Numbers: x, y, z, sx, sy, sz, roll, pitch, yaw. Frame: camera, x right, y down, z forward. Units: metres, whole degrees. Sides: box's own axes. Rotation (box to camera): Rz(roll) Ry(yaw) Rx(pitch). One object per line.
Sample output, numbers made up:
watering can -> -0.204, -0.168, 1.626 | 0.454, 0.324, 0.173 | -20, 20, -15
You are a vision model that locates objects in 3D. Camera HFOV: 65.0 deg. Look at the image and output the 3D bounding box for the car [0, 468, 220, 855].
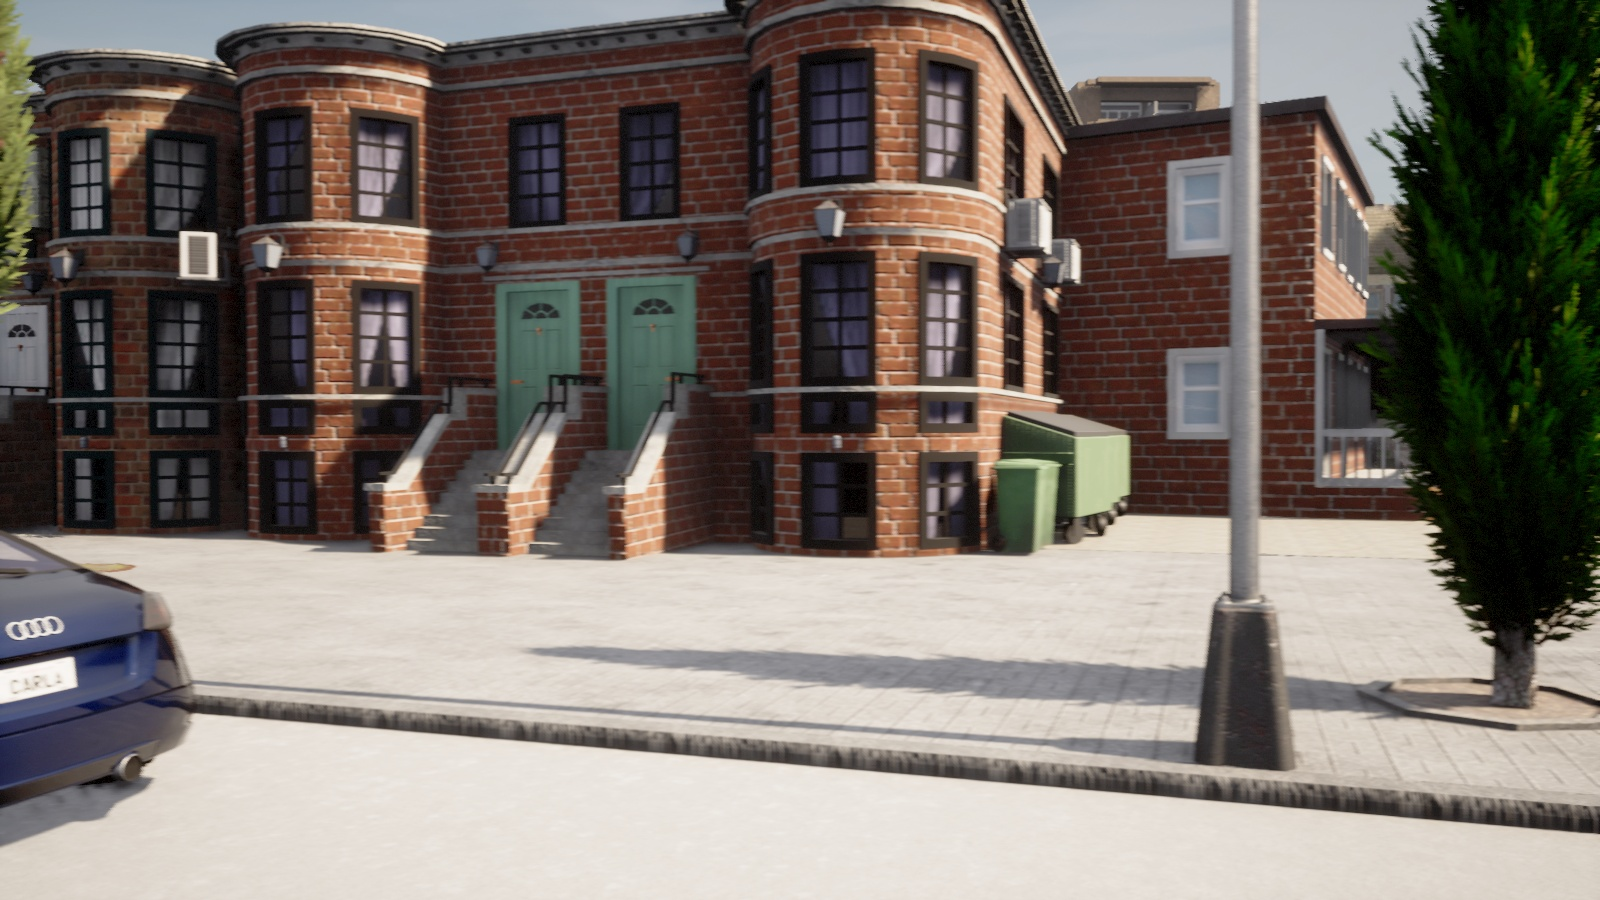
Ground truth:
car -> -4.910, 0.786, 5.372 | 4.181, 1.385, 1.994 | 1, 1, 19
